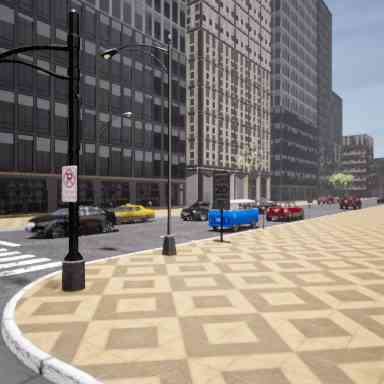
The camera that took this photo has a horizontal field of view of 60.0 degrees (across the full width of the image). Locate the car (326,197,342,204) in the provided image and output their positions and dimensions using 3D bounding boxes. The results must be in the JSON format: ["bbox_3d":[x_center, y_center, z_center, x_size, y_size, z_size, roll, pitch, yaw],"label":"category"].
[{"bbox_3d":[28.607,1.624,66.918,2.008,1.369,4.403,0,0,38],"label":"car"}]

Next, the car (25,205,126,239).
[{"bbox_3d":[-6.269,1.507,17.794,2.128,1.511,4.902,0,0,38],"label":"car"}]

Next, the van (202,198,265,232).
[{"bbox_3d":[2.632,1.368,20.270,1.690,1.788,3.998,0,0,38],"label":"van"}]

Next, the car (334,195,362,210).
[{"bbox_3d":[21.225,1.368,44.493,2.192,1.841,5.009,0,0,38],"label":"car"}]

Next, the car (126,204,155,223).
[{"bbox_3d":[-4.749,1.540,24.001,1.752,1.417,4.829,0,0,38],"label":"car"}]

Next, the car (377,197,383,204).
[{"bbox_3d":[38.243,1.658,66.497,1.947,1.339,4.313,0,0,38],"label":"car"}]

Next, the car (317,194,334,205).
[{"bbox_3d":[25.204,1.381,62.518,2.192,1.841,5.009,0,0,38],"label":"car"}]

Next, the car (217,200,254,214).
[{"bbox_3d":[4.781,1.571,36.111,1.887,1.381,4.507,0,0,38],"label":"car"}]

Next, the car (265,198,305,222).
[{"bbox_3d":[7.610,1.472,26.888,1.967,1.590,4.097,0,0,38],"label":"car"}]

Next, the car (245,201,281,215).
[{"bbox_3d":[7.698,1.632,35.832,1.895,1.301,4.718,0,0,38],"label":"car"}]

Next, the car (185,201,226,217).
[{"bbox_3d":[1.377,1.604,31.710,1.802,1.307,4.206,0,0,38],"label":"car"}]

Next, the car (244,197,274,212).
[{"bbox_3d":[8.184,1.471,40.512,1.967,1.590,4.097,0,0,38],"label":"car"}]

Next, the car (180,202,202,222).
[{"bbox_3d":[0.998,1.529,27.188,1.837,1.490,4.892,0,0,38],"label":"car"}]
